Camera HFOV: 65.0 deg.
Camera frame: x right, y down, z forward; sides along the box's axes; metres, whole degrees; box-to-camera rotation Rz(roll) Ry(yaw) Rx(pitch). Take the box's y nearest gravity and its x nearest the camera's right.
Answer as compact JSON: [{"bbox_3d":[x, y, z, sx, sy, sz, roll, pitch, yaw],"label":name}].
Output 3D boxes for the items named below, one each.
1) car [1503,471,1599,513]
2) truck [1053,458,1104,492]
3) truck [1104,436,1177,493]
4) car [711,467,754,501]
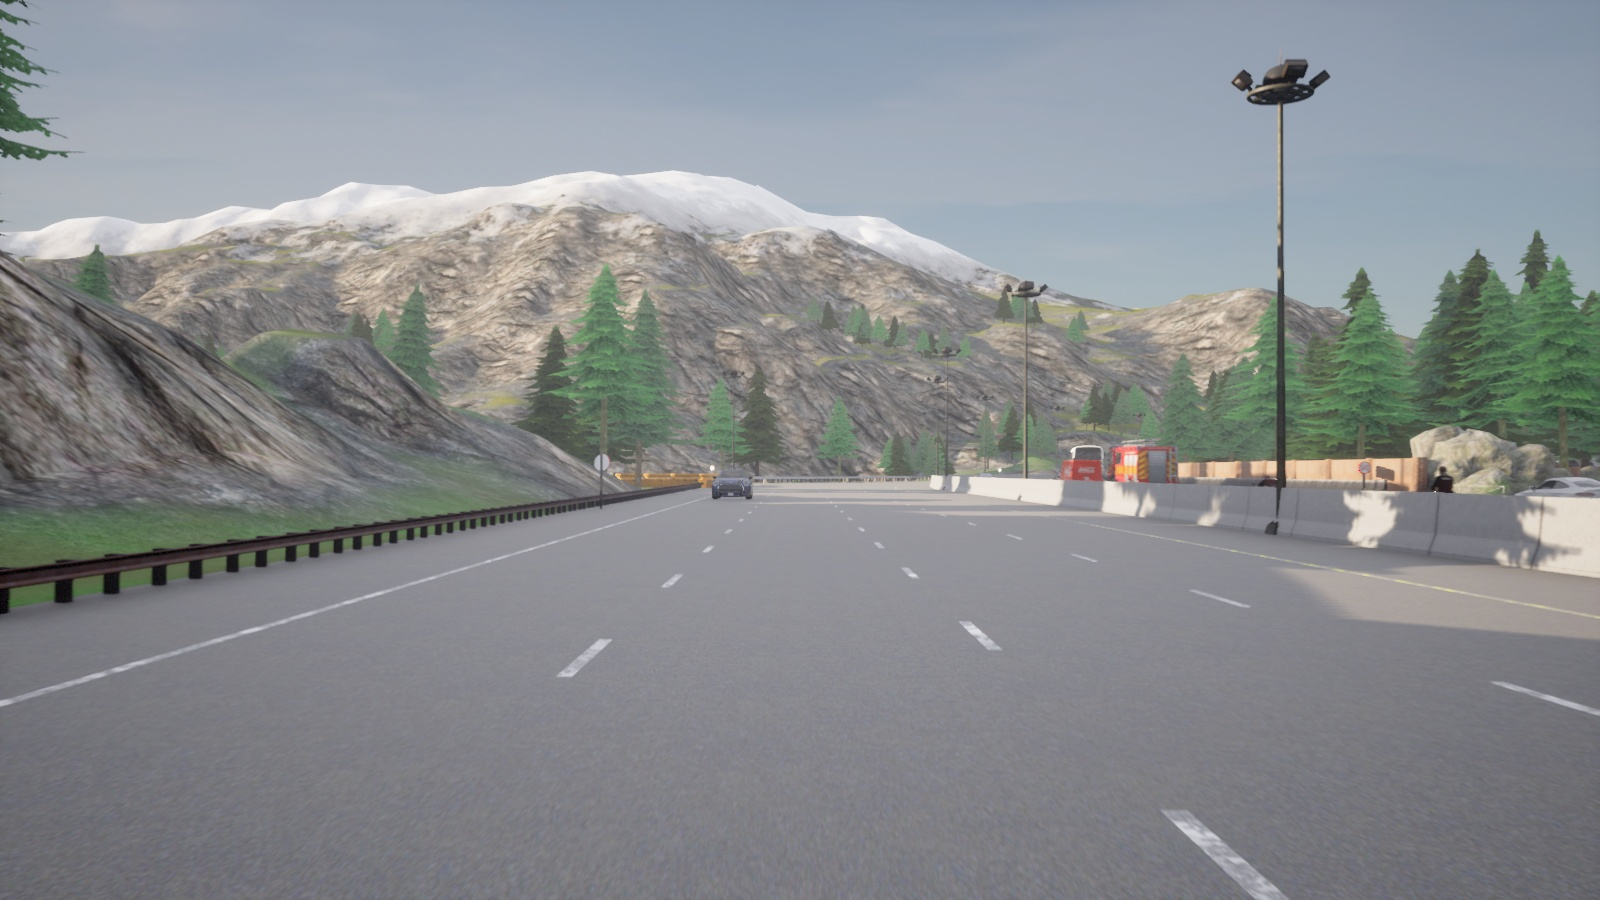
[{"bbox_3d":[27.889,1.496,45.819,1.812,1.442,4.674,0,-1,0],"label":"car"},{"bbox_3d":[20.771,1.818,93.801,2.627,2.467,5.204,0,-1,0],"label":"truck"},{"bbox_3d":[24.278,1.058,89.930,2.891,3.827,8.468,0,-1,0],"label":"truck"},{"bbox_3d":[-3.667,1.840,68.841,2.097,1.767,4.553,0,-1,0],"label":"car"}]
